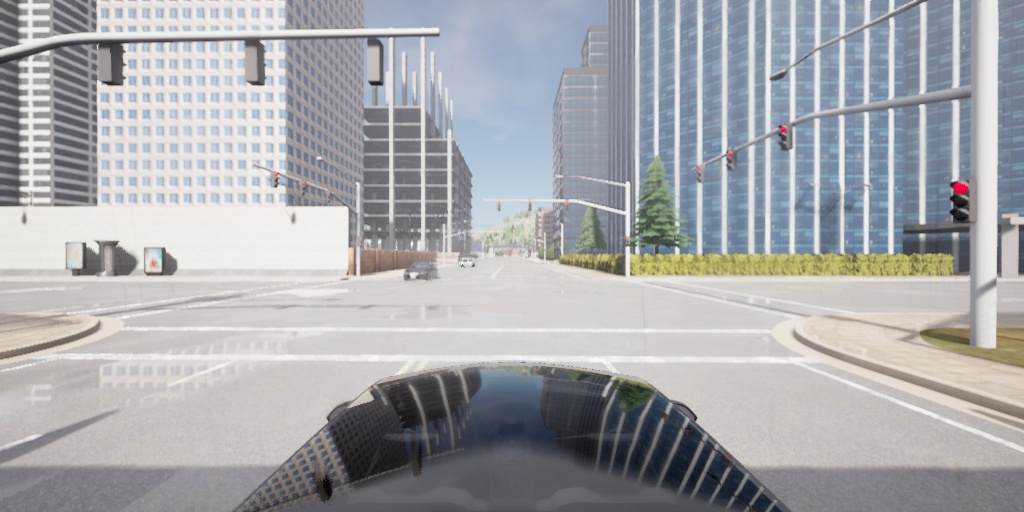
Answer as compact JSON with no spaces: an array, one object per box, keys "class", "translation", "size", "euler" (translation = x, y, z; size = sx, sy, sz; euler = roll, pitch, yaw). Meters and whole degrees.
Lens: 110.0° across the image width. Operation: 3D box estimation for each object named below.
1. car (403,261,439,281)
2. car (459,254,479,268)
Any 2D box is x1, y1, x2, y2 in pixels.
[{"class":"car","translation":[-6.997,1.182,27.924],"size":[2.128,1.511,4.902],"euler":[0,0,0]},{"class":"car","translation":[-6.988,0.632,56.659],"size":[2.150,2.045,5.566],"euler":[0,0,0]}]
